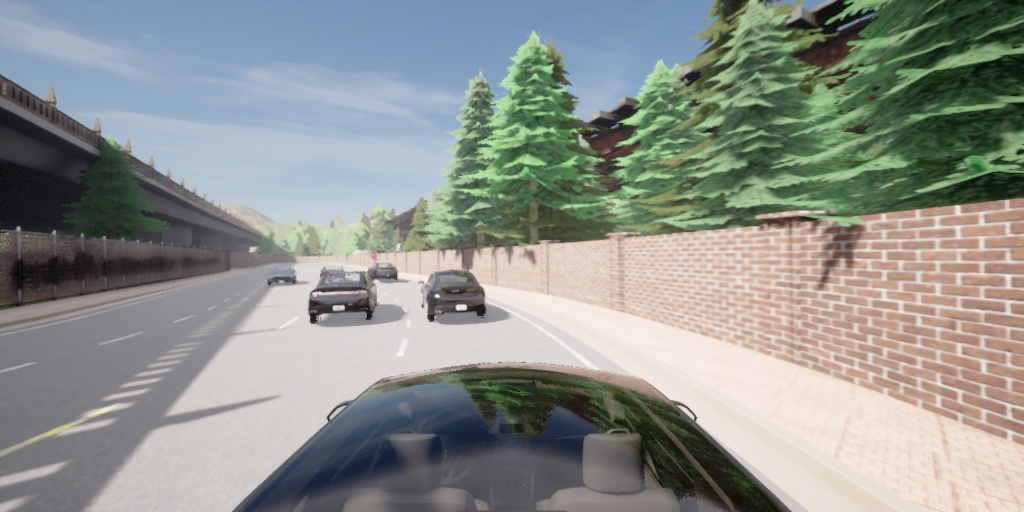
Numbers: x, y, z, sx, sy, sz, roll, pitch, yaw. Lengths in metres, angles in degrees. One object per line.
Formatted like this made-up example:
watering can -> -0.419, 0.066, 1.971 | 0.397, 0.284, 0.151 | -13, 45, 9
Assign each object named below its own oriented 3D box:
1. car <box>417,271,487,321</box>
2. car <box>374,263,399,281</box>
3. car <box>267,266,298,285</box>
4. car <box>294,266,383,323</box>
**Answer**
car -> -2.207, 1.260, 12.776 | 1.837, 1.490, 4.892 | 0, 0, -18
car -> -10.825, 1.313, 29.974 | 2.128, 1.511, 4.902 | -1, 0, -29
car -> -17.868, 1.465, 28.058 | 2.033, 1.411, 5.357 | -1, 0, -30
car -> -5.785, 1.287, 12.603 | 2.128, 1.511, 4.902 | 0, 0, -19
